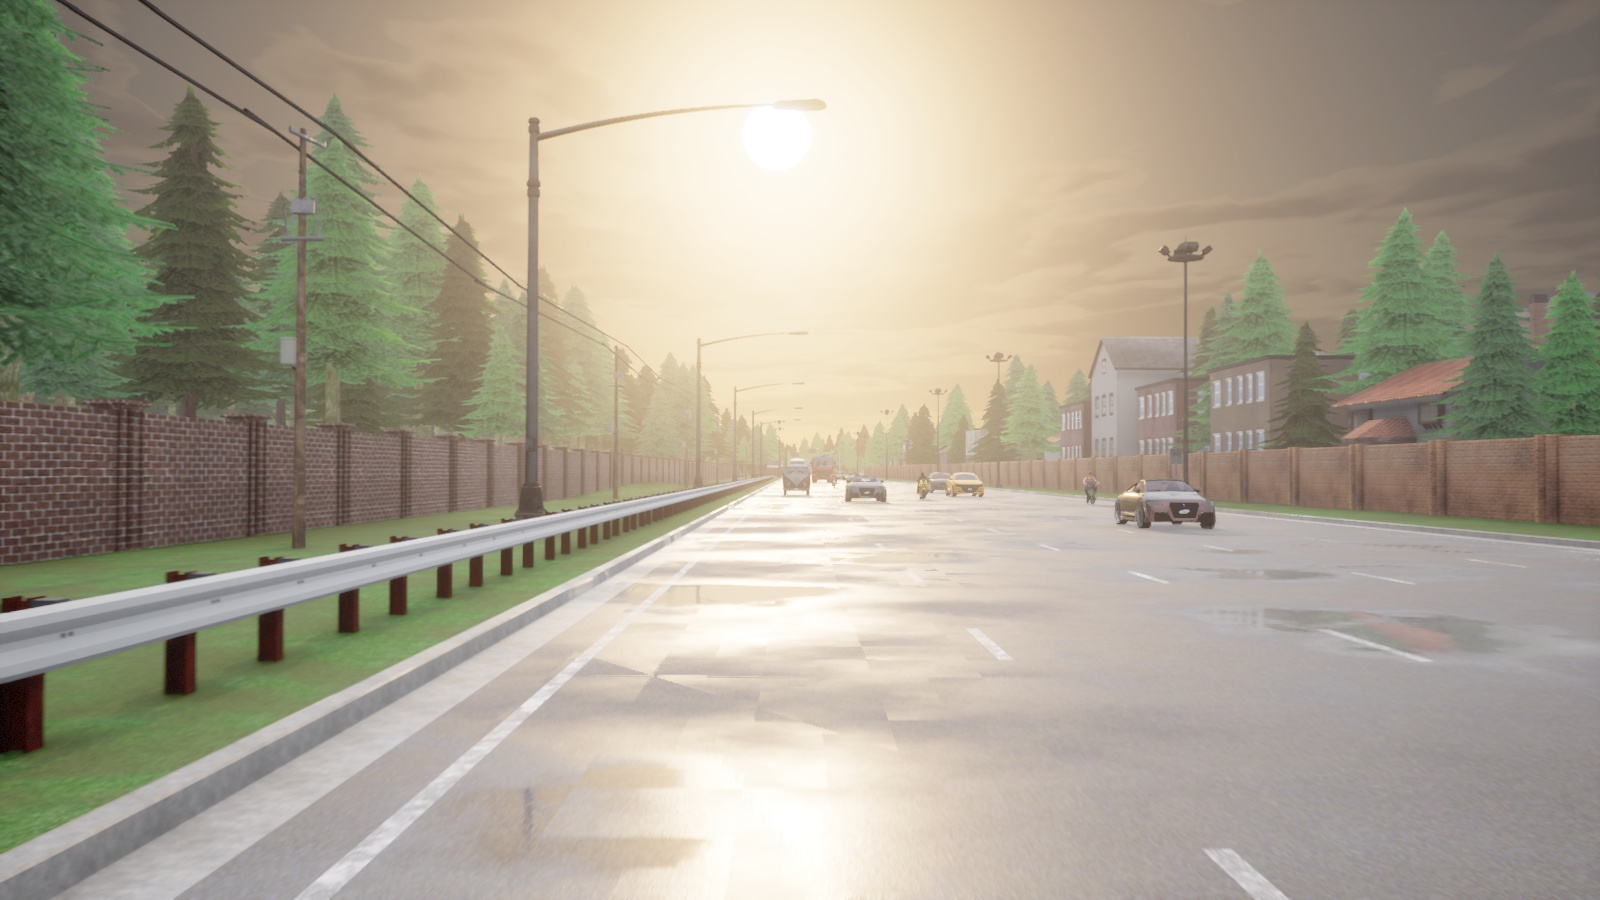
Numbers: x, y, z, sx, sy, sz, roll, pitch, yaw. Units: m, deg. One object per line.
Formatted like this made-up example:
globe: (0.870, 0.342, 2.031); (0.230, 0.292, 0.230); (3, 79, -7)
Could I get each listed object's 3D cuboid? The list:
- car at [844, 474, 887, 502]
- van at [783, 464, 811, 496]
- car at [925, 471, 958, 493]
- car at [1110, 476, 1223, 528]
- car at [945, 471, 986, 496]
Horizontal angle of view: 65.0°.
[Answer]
car: (3.340, 1.945, 64.483); (1.994, 1.385, 4.181); (0, -1, 0)
van: (-0.200, 1.916, 80.487); (1.775, 1.987, 4.442); (0, -1, 0)
car: (10.276, 2.310, 91.506); (1.837, 1.490, 4.892); (0, -1, 0)
car: (10.411, 1.439, 35.975); (1.994, 1.385, 4.181); (0, -1, 0)
car: (10.305, 2.066, 78.531); (1.882, 1.535, 5.008); (0, -1, 0)
